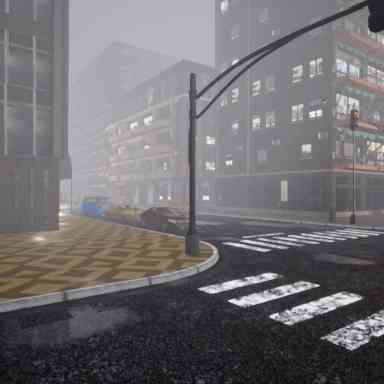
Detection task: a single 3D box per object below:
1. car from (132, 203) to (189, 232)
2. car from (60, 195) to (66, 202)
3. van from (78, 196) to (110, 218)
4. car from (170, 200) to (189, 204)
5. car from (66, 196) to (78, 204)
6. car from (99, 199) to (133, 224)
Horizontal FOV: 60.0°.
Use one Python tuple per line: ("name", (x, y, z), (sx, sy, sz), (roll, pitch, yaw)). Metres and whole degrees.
("car", (-1.659, 1.526, 19.846), (1.802, 1.307, 4.206), (0, 0, -36))
("car", (-27.873, 1.361, 70.745), (1.967, 1.590, 4.097), (0, 0, -36))
("van", (-8.262, 1.266, 29.049), (1.690, 1.788, 3.998), (0, 0, -36))
("car", (-1.554, 1.488, 34.073), (1.752, 1.417, 4.829), (0, 0, -36))
("car", (-21.368, 1.448, 61.681), (1.752, 1.417, 4.829), (0, 0, -36))
("car", (-4.861, 1.459, 24.309), (1.752, 1.417, 4.829), (0, 0, -36))
